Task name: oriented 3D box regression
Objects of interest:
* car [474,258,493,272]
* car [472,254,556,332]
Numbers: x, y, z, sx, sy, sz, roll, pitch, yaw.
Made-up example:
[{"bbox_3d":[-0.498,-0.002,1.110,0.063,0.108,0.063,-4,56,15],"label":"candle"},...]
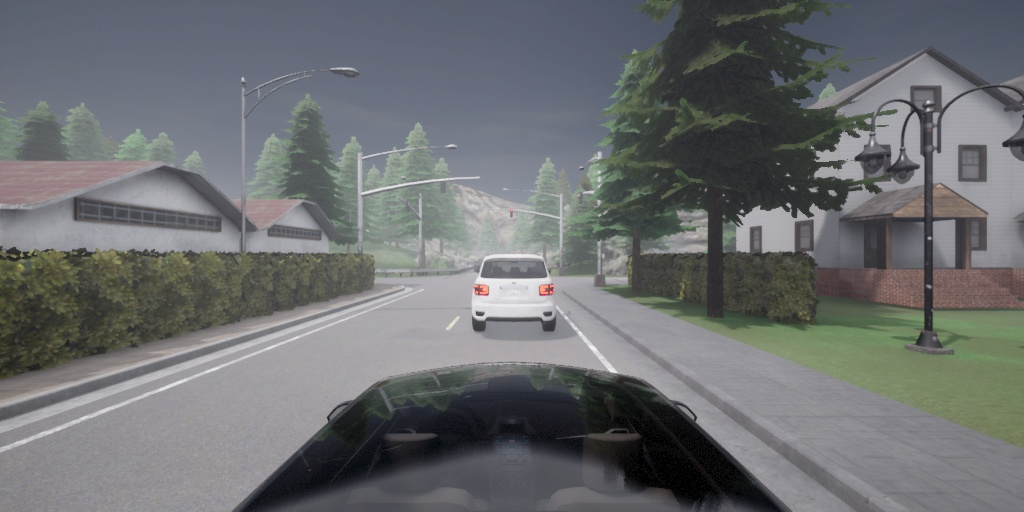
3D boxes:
[{"bbox_3d":[-3.590,1.089,45.531,2.097,1.767,4.553,0,0,0],"label":"car"},{"bbox_3d":[0.064,0.969,11.048,2.150,2.045,5.566,0,0,0],"label":"car"}]
